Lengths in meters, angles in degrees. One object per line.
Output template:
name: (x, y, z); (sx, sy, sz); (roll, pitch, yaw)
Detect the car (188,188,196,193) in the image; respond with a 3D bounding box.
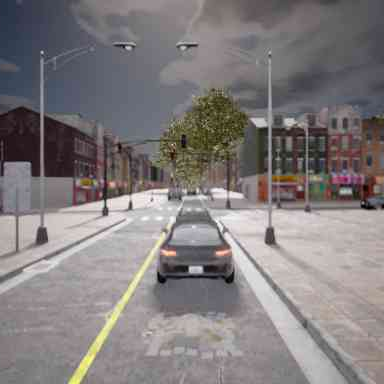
car: (-0.051, -0.383, 84.339); (1.994, 1.385, 4.181); (0, 2, 0)

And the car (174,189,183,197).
car: (-2.794, 0.131, 70.901); (1.837, 1.490, 4.892); (0, 2, 0)

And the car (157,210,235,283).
car: (0.089, 1.457, 9.314); (1.812, 1.442, 4.674); (0, 0, 0)

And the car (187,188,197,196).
car: (-0.045, -0.124, 74.269); (2.097, 1.767, 4.553); (0, 2, 0)

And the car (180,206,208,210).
car: (0.084, 1.415, 18.381); (1.895, 1.301, 4.718); (0, 1, 0)

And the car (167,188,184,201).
car: (-2.845, 0.327, 55.391); (2.150, 2.045, 5.566); (0, 1, 0)

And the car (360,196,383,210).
car: (17.184, 0.973, 29.356); (4.313, 1.339, 1.947); (-1, 1, 0)
